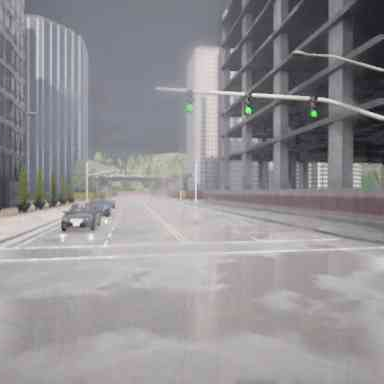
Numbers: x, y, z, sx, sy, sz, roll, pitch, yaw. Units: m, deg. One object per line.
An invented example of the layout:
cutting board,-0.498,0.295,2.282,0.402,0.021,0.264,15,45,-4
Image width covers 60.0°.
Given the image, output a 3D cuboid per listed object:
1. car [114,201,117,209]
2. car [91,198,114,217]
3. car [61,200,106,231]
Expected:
car,-11.036,1.526,43.637,1.812,1.442,4.674,0,0,-10
car,-8.624,1.360,30.557,2.097,1.767,4.553,0,0,-10
car,-6.785,1.505,20.640,2.128,1.511,4.902,0,0,-10
